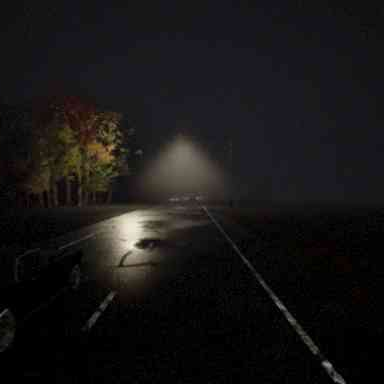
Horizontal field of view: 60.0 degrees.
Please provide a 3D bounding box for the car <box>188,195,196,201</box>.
[{"bbox_3d":[0.010,1.373,77.798,1.812,1.442,4.674,0,0,0],"label":"car"}]

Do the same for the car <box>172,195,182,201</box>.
[{"bbox_3d":[-3.488,1.389,77.799,2.033,1.411,5.357,0,0,0],"label":"car"}]

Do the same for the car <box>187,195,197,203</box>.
[{"bbox_3d":[0.010,1.503,67.758,1.812,1.442,4.674,0,0,0],"label":"car"}]

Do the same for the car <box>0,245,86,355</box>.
[{"bbox_3d":[-3.497,1.603,5.982,1.895,1.301,4.718,0,0,0],"label":"car"}]

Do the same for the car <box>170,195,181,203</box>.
[{"bbox_3d":[-3.489,1.577,67.822,1.895,1.301,4.718,0,0,0],"label":"car"}]
